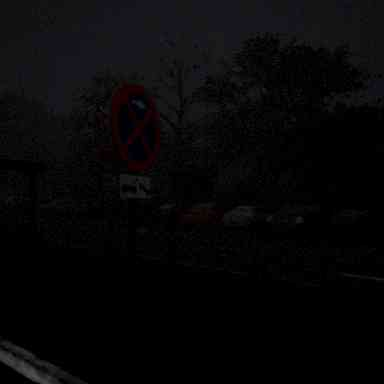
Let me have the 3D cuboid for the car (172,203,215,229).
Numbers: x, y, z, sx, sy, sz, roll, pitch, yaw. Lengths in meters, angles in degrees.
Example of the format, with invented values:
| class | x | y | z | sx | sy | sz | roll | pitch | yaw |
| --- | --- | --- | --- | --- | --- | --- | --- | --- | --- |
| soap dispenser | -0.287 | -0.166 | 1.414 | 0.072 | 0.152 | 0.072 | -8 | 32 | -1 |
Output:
| class | x | y | z | sx | sy | sz | roll | pitch | yaw |
| --- | --- | --- | --- | --- | --- | --- | --- | --- | --- |
| car | 1.255 | 1.471 | 21.817 | 2.097 | 1.535 | 5.008 | 1 | 0 | 35 |

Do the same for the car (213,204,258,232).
| class | x | y | z | sx | sy | sz | roll | pitch | yaw |
| --- | --- | --- | --- | --- | --- | --- | --- | --- | --- |
| car | 3.518 | 1.538 | 20.211 | 2.002 | 1.452 | 4.674 | 1 | 0 | 35 |

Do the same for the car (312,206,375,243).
| class | x | y | z | sx | sy | sz | roll | pitch | yaw |
| --- | --- | --- | --- | --- | --- | --- | --- | --- | --- |
| car | 8.046 | 1.552 | 17.000 | 2.097 | 1.535 | 5.008 | 1 | 0 | 35 |

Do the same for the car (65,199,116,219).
| class | x | y | z | sx | sy | sz | roll | pitch | yaw |
| --- | --- | --- | --- | --- | --- | --- | --- | --- | --- |
| car | -7.805 | 1.396 | 28.234 | 2.163 | 1.488 | 4.792 | 1 | 0 | 35 |

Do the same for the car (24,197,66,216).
| class | x | y | z | sx | sy | sz | roll | pitch | yaw |
| --- | --- | --- | --- | --- | --- | --- | --- | --- | --- |
| car | -12.419 | 1.311 | 31.325 | 1.946 | 1.575 | 5.366 | 1 | 0 | 35 |

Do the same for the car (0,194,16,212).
| class | x | y | z | sx | sy | sz | roll | pitch | yaw |
| --- | --- | --- | --- | --- | --- | --- | --- | --- | --- |
| car | -16.830 | 1.263 | 34.698 | 2.231 | 1.521 | 4.892 | 1 | 0 | 35 |

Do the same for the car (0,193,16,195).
| class | x | y | z | sx | sy | sz | roll | pitch | yaw |
| --- | --- | --- | --- | --- | --- | --- | --- | --- | --- |
| car | -19.092 | 1.236 | 36.307 | 2.097 | 1.535 | 5.008 | 1 | 0 | 35 |

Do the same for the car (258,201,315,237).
| class | x | y | z | sx | sy | sz | roll | pitch | yaw |
| --- | --- | --- | --- | --- | --- | --- | --- | --- | --- |
| car | 5.800 | 1.399 | 18.629 | 2.185 | 1.767 | 4.553 | 1 | 0 | 35 |

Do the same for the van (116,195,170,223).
| class | x | y | z | sx | sy | sz | roll | pitch | yaw |
| --- | --- | --- | --- | --- | --- | --- | --- | --- | --- |
| van | -3.196 | 1.193 | 25.134 | 1.878 | 1.987 | 4.442 | 1 | 0 | 35 |

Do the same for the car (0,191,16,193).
| class | x | y | z | sx | sy | sz | roll | pitch | yaw |
| --- | --- | --- | --- | --- | --- | --- | --- | --- | --- |
| car | -23.634 | 0.933 | 39.496 | 2.435 | 2.045 | 5.566 | 1 | 0 | 35 |

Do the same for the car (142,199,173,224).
| class | x | y | z | sx | sy | sz | roll | pitch | yaw |
| --- | --- | --- | --- | --- | --- | --- | --- | --- | --- |
| car | -1.007 | 1.485 | 23.429 | 2.002 | 1.452 | 4.674 | 1 | 0 | 35 |

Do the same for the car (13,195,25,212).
| class | x | y | z | sx | sy | sz | roll | pitch | yaw |
| --- | --- | --- | --- | --- | --- | --- | --- | --- | --- |
| car | -14.556 | 1.318 | 33.108 | 2.163 | 1.488 | 4.792 | 1 | 0 | 35 |
